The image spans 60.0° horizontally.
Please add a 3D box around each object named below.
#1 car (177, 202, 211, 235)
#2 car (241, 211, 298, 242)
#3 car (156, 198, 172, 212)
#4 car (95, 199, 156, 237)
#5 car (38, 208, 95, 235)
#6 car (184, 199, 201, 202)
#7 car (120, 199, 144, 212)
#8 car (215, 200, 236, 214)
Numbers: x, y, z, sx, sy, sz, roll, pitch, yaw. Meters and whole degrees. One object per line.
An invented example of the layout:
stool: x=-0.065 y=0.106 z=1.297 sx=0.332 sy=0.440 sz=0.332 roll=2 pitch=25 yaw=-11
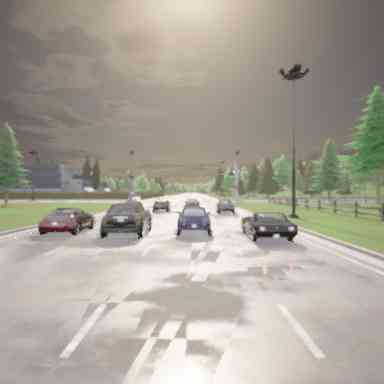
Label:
car: x=0.107 y=1.520 z=18.839 sx=1.812 sy=1.442 sz=4.674 roll=0 pitch=0 yaw=0
car: x=3.606 y=1.595 z=16.405 sx=1.895 sy=1.301 sz=4.718 roll=0 pitch=0 yaw=0
car: x=-3.454 y=1.481 z=38.571 sx=2.128 sy=1.511 sz=4.902 roll=0 pitch=0 yaw=1
car: x=-3.394 y=1.348 z=17.947 sx=2.097 sy=1.767 sz=4.553 roll=0 pitch=0 yaw=0
car: x=-6.893 y=1.558 z=18.699 sx=1.994 sy=1.385 sz=4.181 roll=0 pitch=0 yaw=0
car: x=0.058 y=1.514 z=39.837 sx=1.812 sy=1.442 sz=4.674 roll=0 pitch=0 yaw=1
car: x=-6.946 y=1.553 z=38.789 sx=1.994 sy=1.385 sz=4.181 roll=0 pitch=0 yaw=0
car: x=3.522 y=1.537 z=35.621 sx=2.033 sy=1.411 sz=5.357 roll=0 pitch=0 yaw=0
